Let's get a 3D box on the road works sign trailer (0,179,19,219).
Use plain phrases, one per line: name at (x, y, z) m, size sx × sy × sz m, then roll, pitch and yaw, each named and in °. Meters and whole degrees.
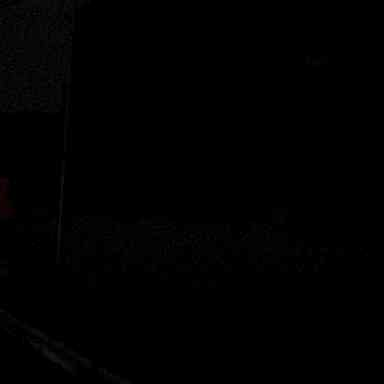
road works sign trailer at (-11.400, 0.374, 17.674) m, size 2.880 × 2.380 × 3.560 m, roll -6°, pitch -4°, yaw -10°
